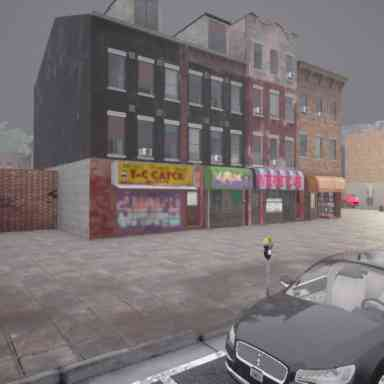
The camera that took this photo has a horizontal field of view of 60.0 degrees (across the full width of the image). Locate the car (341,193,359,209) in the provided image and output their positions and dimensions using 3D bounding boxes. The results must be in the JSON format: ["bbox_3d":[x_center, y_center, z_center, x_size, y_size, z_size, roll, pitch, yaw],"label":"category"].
[{"bbox_3d":[19.085,1.111,43.971,2.150,2.045,5.566,0,0,-36],"label":"car"}]

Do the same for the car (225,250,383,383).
[{"bbox_3d":[2.410,1.552,4.519,4.403,1.369,2.008,0,0,-35],"label":"car"}]

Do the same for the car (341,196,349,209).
[{"bbox_3d":[16.756,1.471,42.153,1.895,1.301,4.718,0,0,-36],"label":"car"}]
